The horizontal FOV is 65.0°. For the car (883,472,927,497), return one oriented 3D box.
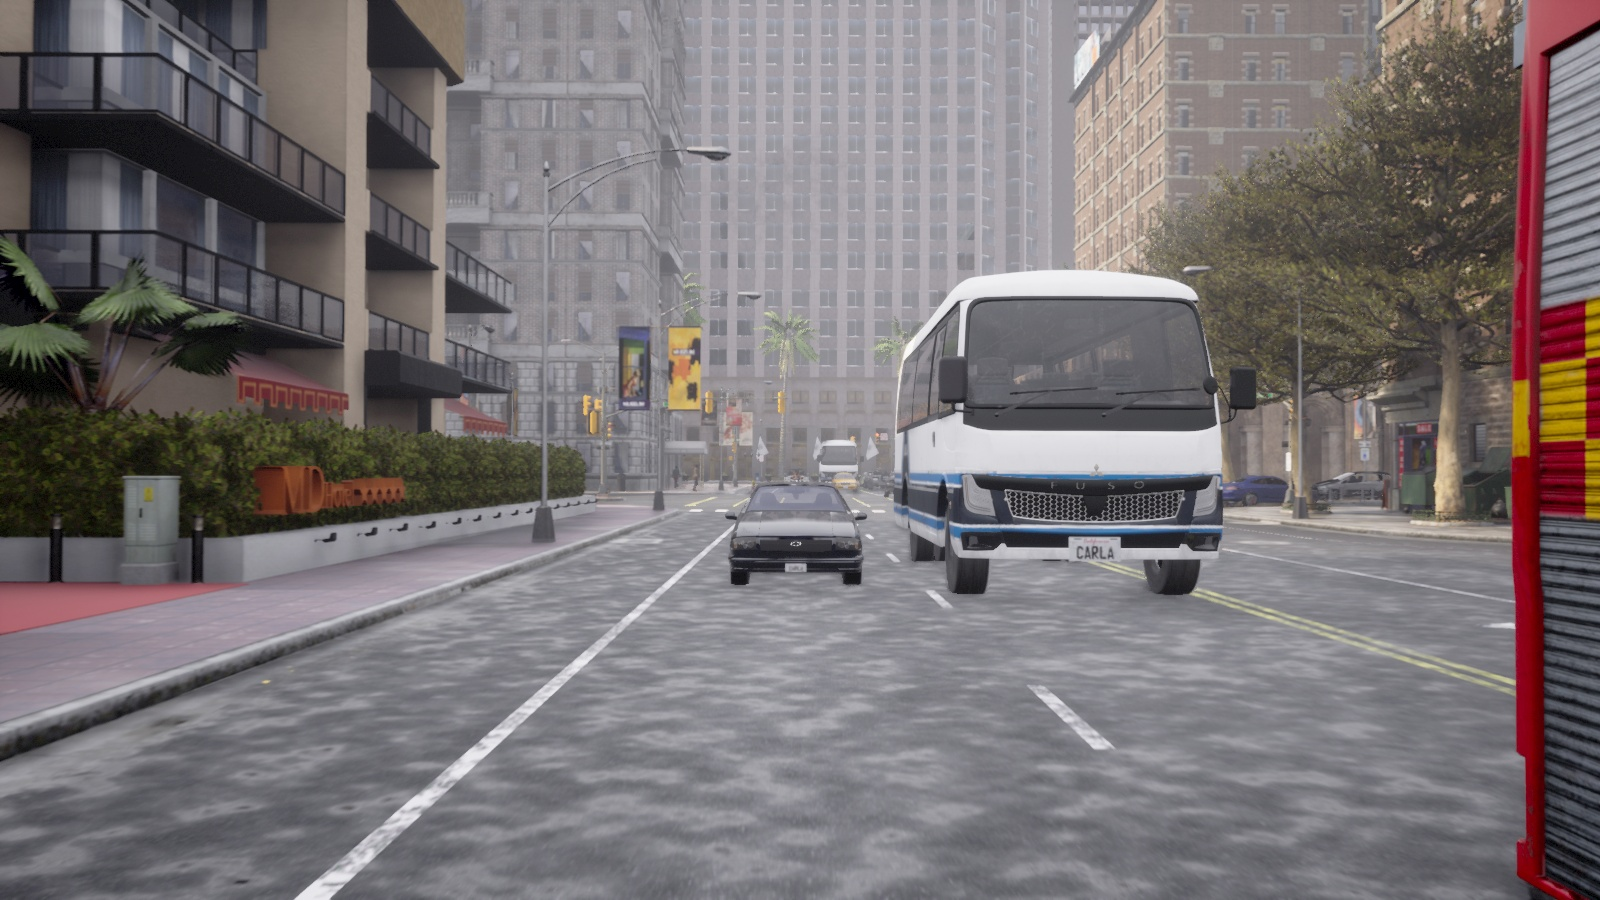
[{"bbox_3d":[6.399,2.071,76.265,1.837,1.490,4.892,0,-1,15],"label":"car"}]

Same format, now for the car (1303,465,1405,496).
[{"bbox_3d":[30.453,1.695,69.158,4.611,1.667,2.242,0,-1,1],"label":"car"}]

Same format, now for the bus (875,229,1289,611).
[{"bbox_3d":[3.447,-0.255,19.141,3.944,4.253,10.273,0,-1,0],"label":"bus"}]

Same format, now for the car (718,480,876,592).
[{"bbox_3d":[-0.047,1.180,18.950,2.033,1.411,5.357,0,-1,0],"label":"car"}]

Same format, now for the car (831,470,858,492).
[{"bbox_3d":[3.270,2.289,92.553,1.801,1.575,5.366,0,-1,0],"label":"car"}]

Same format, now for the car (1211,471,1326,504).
[{"bbox_3d":[21.478,1.720,57.649,4.674,1.442,1.812,0,-1,-10],"label":"car"}]

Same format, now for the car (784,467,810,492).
[{"bbox_3d":[-0.232,2.200,93.441,1.932,1.855,4.605,0,-2,0],"label":"car"}]
